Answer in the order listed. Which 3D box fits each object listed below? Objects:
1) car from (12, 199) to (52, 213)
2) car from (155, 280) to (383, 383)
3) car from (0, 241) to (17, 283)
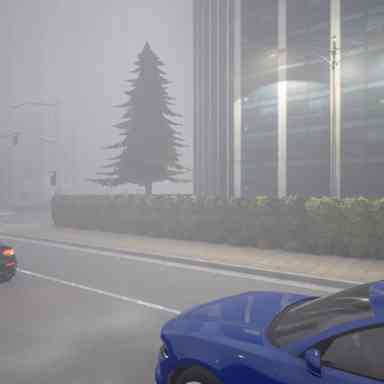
[{"bbox_3d":[-17.212,1.547,37.467,2.033,1.411,5.357,0,0,36],"label":"car"},{"bbox_3d":[1.923,1.478,2.622,5.008,1.535,1.882,0,0,36],"label":"car"},{"bbox_3d":[-6.203,1.526,8.376,4.674,1.442,1.812,0,0,36],"label":"car"}]
